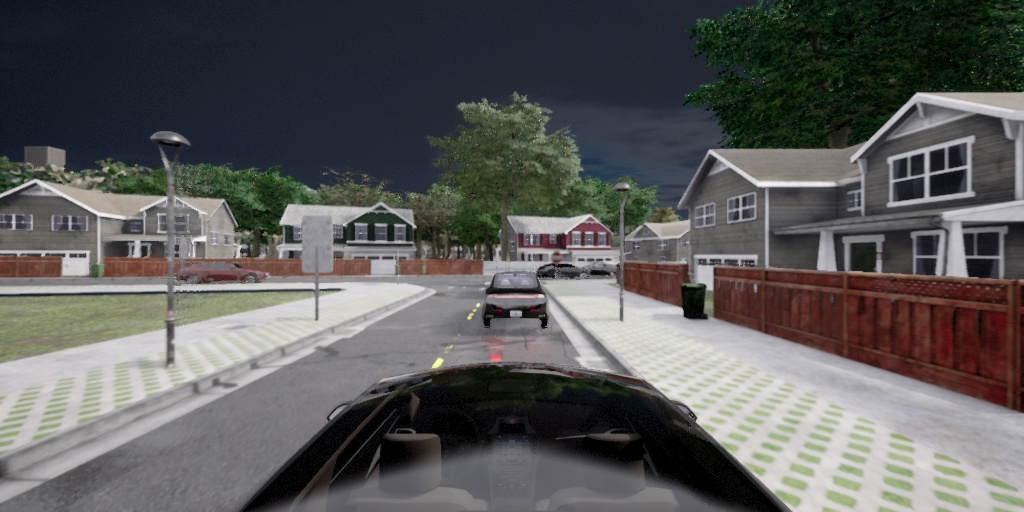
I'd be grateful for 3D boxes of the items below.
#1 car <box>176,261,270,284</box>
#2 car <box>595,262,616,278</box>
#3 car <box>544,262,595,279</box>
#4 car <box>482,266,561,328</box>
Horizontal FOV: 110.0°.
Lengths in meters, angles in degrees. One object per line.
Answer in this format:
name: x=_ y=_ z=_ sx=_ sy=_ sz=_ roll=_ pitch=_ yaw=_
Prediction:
car: x=-18.032 y=1.071 z=22.597 sx=4.674 sy=1.442 sz=1.812 roll=1 pitch=0 yaw=-20
car: x=8.188 y=1.359 z=35.277 sx=4.902 sy=1.511 sz=2.128 roll=1 pitch=0 yaw=-20
car: x=4.465 y=1.327 z=30.892 sx=4.892 sy=1.490 sz=1.837 roll=1 pitch=-3 yaw=-29
car: x=0.099 y=1.243 z=11.468 sx=2.128 sy=1.511 sz=4.902 roll=0 pitch=0 yaw=0
